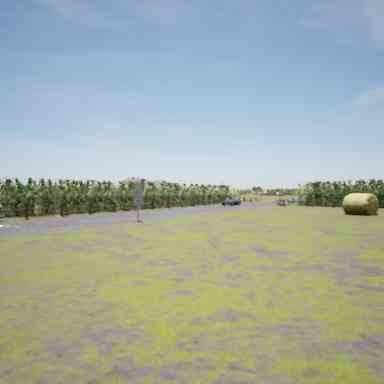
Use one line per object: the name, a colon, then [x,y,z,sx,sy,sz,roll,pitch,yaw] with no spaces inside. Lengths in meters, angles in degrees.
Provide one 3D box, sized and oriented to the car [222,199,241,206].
car: [7.002,1.860,59.044,1.895,1.301,4.718,-1,0,31]
